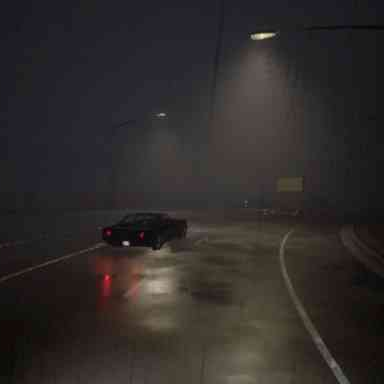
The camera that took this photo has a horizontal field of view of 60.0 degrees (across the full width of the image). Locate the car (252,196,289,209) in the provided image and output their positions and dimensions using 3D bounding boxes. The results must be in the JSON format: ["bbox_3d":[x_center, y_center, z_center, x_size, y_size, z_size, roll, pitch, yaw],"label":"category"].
[{"bbox_3d":[11.040,1.570,45.395,5.357,1.411,2.033,0,0,-40],"label":"car"}]

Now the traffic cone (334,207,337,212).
[{"bbox_3d":[16.190,1.948,37.576,0.340,0.580,0.340,0,-1,40],"label":"traffic cone"}]

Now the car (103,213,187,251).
[{"bbox_3d":[-1.683,1.513,13.862,1.895,1.301,4.718,1,0,17],"label":"car"}]

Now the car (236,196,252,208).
[{"bbox_3d":[8.380,1.382,47.691,4.553,1.767,2.097,1,0,-40],"label":"car"}]

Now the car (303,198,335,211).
[{"bbox_3d":[15.447,1.511,40.469,4.892,1.490,1.837,0,-3,-37],"label":"car"}]

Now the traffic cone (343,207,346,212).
[{"bbox_3d":[16.950,1.946,36.926,0.340,0.580,0.340,0,0,40],"label":"traffic cone"}]

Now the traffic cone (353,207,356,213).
[{"bbox_3d":[17.710,1.944,36.277,0.340,0.580,0.340,0,0,40],"label":"traffic cone"}]

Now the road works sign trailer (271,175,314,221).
[{"bbox_3d":[8.125,0.425,27.369,2.380,3.560,2.880,0,0,40],"label":"road works sign trailer"}]
